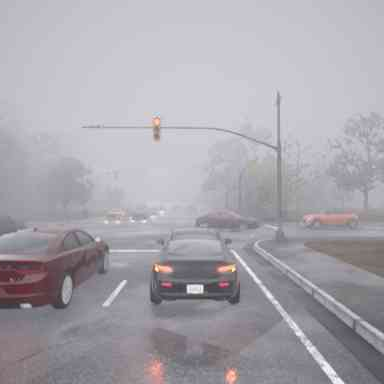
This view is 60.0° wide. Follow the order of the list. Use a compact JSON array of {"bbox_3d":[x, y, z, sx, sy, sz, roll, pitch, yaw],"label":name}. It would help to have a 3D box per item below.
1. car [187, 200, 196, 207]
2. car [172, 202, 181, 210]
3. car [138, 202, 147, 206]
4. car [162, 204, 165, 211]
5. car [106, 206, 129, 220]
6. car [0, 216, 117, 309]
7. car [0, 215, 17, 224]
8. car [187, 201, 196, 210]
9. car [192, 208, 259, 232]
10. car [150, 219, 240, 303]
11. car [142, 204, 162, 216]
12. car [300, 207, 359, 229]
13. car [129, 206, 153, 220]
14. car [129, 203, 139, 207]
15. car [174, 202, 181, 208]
[{"bbox_3d":[-0.258,3.026,87.002,2.097,1.767,4.553,0,0,-4],"label":"car"},{"bbox_3d":[-3.646,3.474,76.966,1.895,1.301,4.718,0,0,0],"label":"car"},{"bbox_3d":[-10.633,3.134,70.350,2.150,2.045,5.566,0,0,0],"label":"car"},{"bbox_3d":[-7.141,3.413,74.754,2.128,1.511,4.902,0,0,0],"label":"car"},{"bbox_3d":[-10.687,3.104,47.027,1.882,1.535,5.008,0,-2,0],"label":"car"},{"bbox_3d":[-3.432,1.569,8.114,1.882,1.535,5.008,0,-1,0],"label":"car"},{"bbox_3d":[-10.632,1.902,17.259,2.033,1.411,5.357,0,-2,0],"label":"car"},{"bbox_3d":[-0.147,3.422,77.267,1.994,1.385,4.181,0,0,0],"label":"car"},{"bbox_3d":[2.649,2.200,25.691,5.008,1.535,1.882,-1,-2,25],"label":"car"},{"bbox_3d":[0.065,1.619,8.258,1.812,1.442,4.674,0,-1,0],"label":"car"},{"bbox_3d":[-7.188,3.379,59.476,2.128,1.511,4.902,0,-1,0],"label":"car"},{"bbox_3d":[11.755,2.207,28.657,4.553,1.767,2.097,0,-3,-2],"label":"car"},{"bbox_3d":[-7.176,3.108,47.163,1.882,1.535,5.008,0,-2,1],"label":"car"},{"bbox_3d":[-10.690,3.193,55.889,2.097,1.767,4.553,0,-1,0],"label":"car"},{"bbox_3d":[-3.766,3.359,86.877,1.812,1.442,4.674,0,0,-4],"label":"car"}]
